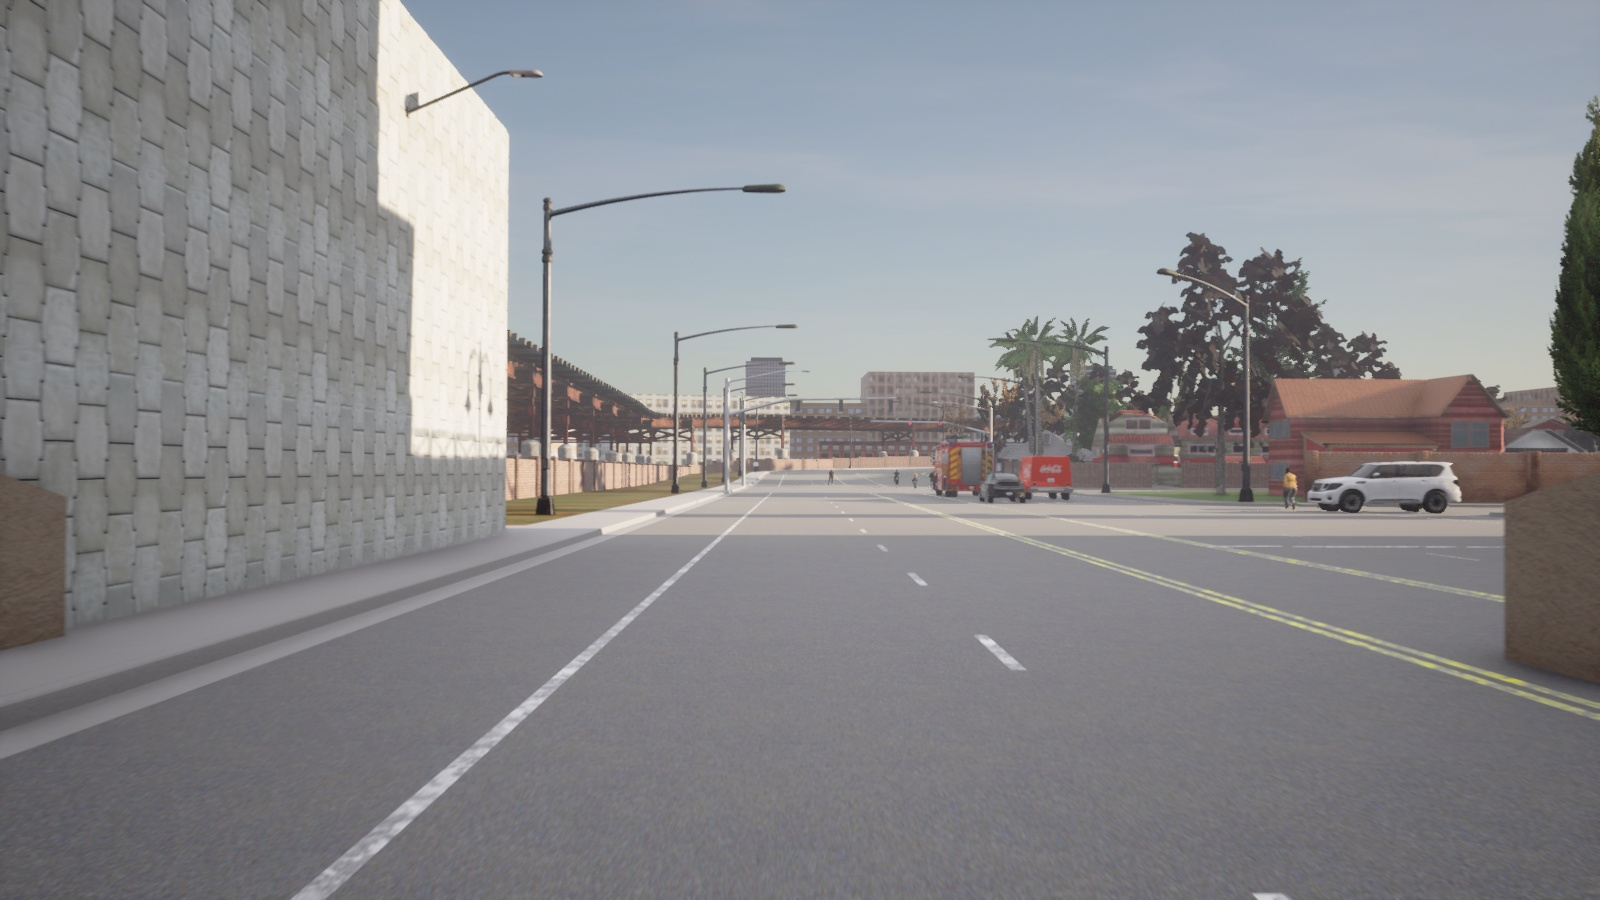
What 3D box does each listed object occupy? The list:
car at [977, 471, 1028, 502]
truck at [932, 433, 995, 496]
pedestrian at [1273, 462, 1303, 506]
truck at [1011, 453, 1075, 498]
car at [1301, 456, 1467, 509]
[{"bbox_3d":[10.317,1.853,64.324,1.837,1.490,4.892,0,-1,0],"label":"car"},{"bbox_3d":[10.293,0.945,79.819,2.891,3.827,8.468,0,-1,0],"label":"truck"},{"bbox_3d":[20.784,1.430,53.474,0.874,1.855,0.900,0,-1,-2],"label":"pedestrian"},{"bbox_3d":[13.814,1.474,71.778,2.627,2.467,5.204,0,-1,0],"label":"truck"},{"bbox_3d":[23.038,1.273,49.697,5.566,2.045,2.150,0,-1,-1],"label":"car"}]
